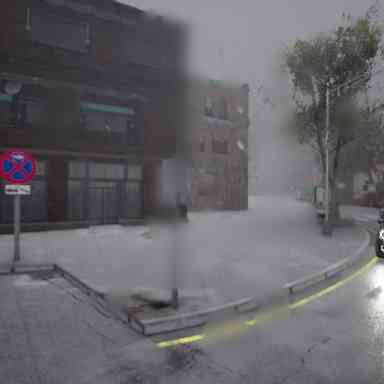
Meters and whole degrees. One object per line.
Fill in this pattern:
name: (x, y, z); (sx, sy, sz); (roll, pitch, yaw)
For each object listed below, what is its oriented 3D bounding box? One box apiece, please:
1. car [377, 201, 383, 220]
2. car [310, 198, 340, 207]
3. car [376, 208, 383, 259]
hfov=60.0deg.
car: (16.064, 1.522, 25.622); (1.994, 1.385, 4.181); (0, 1, 11)
car: (16.490, 1.135, 41.438); (1.994, 1.385, 4.181); (1, 1, -10)
car: (7.913, 1.365, 11.940); (2.097, 1.767, 4.553); (0, 0, 32)
